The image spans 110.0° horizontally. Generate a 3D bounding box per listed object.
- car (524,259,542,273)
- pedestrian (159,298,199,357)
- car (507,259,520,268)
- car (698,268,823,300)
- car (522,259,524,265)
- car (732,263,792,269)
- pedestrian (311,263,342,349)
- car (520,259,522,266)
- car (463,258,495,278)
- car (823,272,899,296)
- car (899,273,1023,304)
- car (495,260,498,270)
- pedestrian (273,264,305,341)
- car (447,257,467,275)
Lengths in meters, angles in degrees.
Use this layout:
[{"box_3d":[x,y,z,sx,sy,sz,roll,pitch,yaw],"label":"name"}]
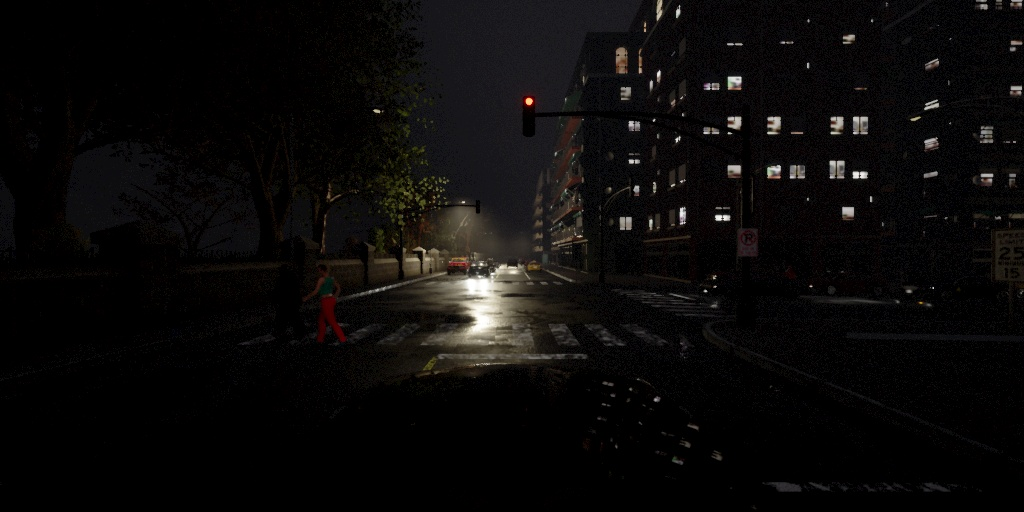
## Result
[{"box_3d":[2.741,1.283,44.286,1.751,1.417,4.829,0,0,0],"label":"car"},{"box_3d":[-6.709,1.043,7.212,0.375,1.860,0.375,0,0,0],"label":"pedestrian"},{"box_3d":[0.075,1.249,63.484,1.882,1.535,5.008,0,0,0],"label":"car"},{"box_3d":[13.124,1.554,19.385,5.357,1.411,2.033,1,0,0],"label":"car"},{"box_3d":[2.747,1.307,49.651,1.888,1.381,4.507,0,0,0],"label":"car"},{"box_3d":[14.622,1.338,21.981,5.009,1.841,2.192,0,0,0],"label":"car"},{"box_3d":[-4.035,1.043,7.809,0.375,1.860,0.375,0,0,0],"label":"pedestrian"},{"box_3d":[2.754,1.316,55.187,2.007,1.370,4.403,0,0,0],"label":"car"},{"box_3d":[-3.063,1.245,34.348,2.128,1.511,4.902,0,0,0],"label":"car"},{"box_3d":[20.316,1.671,21.992,4.507,1.381,1.888,0,0,0],"label":"car"},{"box_3d":[23.941,1.694,19.404,4.902,1.511,2.128,1,0,0],"label":"car"},{"box_3d":[-3.044,1.263,44.386,1.837,1.490,4.892,0,0,0],"label":"car"},{"box_3d":[-5.219,1.044,8.410,0.375,1.860,0.375,0,0,0],"label":"pedestrian"},{"box_3d":[-5.646,1.070,38.590,2.192,1.841,5.009,0,0,0],"label":"car"}]
